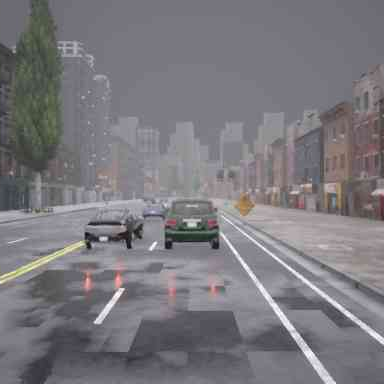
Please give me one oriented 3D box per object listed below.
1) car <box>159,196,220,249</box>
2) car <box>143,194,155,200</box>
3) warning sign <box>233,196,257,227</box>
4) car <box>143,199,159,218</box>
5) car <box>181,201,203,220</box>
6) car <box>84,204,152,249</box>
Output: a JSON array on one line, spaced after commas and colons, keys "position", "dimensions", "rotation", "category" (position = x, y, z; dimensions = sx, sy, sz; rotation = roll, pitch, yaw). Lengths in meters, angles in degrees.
[{"position": [0.000, 1.279, 14.683], "dimensions": [2.150, 2.045, 5.566], "rotation": [0, 0, 0], "category": "car"}, {"position": [-9.751, 1.467, 75.933], "dimensions": [2.150, 2.045, 5.566], "rotation": [0, 0, 0], "category": "car"}, {"position": [3.220, 1.151, 20.447], "dimensions": [1.300, 1.860, 1.060], "rotation": [0, 0, 0], "category": "warning sign"}, {"position": [-3.250, 1.635, 29.652], "dimensions": [1.994, 1.385, 4.181], "rotation": [0, 0, 0], "category": "car"}, {"position": [0.000, 1.595, 29.652], "dimensions": [1.812, 1.442, 4.674], "rotation": [0, 0, 0], "category": "car"}, {"position": [-3.250, 1.516, 14.652], "dimensions": [2.128, 1.511, 4.902], "rotation": [0, 0, 0], "category": "car"}]
